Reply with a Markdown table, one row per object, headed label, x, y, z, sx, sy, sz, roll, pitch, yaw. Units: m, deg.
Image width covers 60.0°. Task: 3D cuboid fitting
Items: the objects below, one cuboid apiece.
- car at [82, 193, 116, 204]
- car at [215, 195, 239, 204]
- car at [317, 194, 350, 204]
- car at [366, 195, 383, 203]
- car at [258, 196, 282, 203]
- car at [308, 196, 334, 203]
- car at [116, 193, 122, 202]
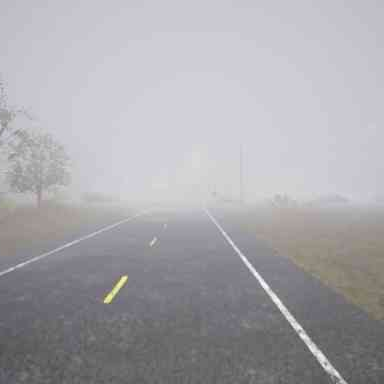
| label | x | y | z | sx | sy | sz | roll | pitch | yaw |
| --- | --- | --- | --- | --- | --- | --- | --- | --- | --- |
| car | -17.942 | 1.157 | 63.320 | 5.566 | 2.045 | 2.150 | 0 | 0 | -2 |
| car | 6.727 | 1.380 | 63.958 | 4.553 | 1.767 | 2.097 | 0 | 0 | -2 |
| car | 27.653 | 1.323 | 64.568 | 5.566 | 2.045 | 2.150 | 0 | 0 | -2 |
| car | 40.095 | 1.478 | 71.948 | 4.553 | 1.767 | 2.097 | 0 | 0 | -2 |
| car | 16.689 | 1.529 | 71.262 | 5.008 | 1.535 | 1.882 | 0 | 0 | -2 |
| car | 27.731 | 1.610 | 71.586 | 4.902 | 1.511 | 2.128 | 0 | 0 | -2 |
| car | -17.725 | 1.144 | 70.327 | 5.566 | 2.045 | 2.150 | 0 | 0 | -2 |
